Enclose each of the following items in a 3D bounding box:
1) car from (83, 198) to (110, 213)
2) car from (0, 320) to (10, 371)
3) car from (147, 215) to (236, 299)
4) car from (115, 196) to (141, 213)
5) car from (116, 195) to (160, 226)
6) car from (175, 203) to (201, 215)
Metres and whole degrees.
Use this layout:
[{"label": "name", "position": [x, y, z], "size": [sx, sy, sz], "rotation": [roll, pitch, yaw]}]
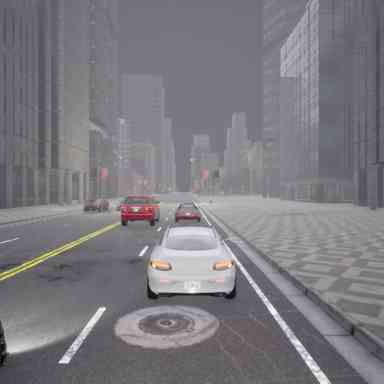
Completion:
[{"label": "car", "position": [-10.452, 1.449, 36.622], "size": [1.882, 1.535, 5.008], "rotation": [0, 0, -1]}, {"label": "car", "position": [-3.181, 1.563, 2.324], "size": [1.994, 1.385, 4.181], "rotation": [0, 0, -1]}, {"label": "car", "position": [-0.031, 1.523, 8.318], "size": [1.812, 1.442, 4.674], "rotation": [0, 0, -1]}, {"label": "car", "position": [-7.225, 1.320, 38.085], "size": [2.097, 1.767, 4.553], "rotation": [0, 0, -1]}, {"label": "car", "position": [-3.535, 1.213, 23.402], "size": [2.150, 2.045, 5.566], "rotation": [0, 0, -1]}, {"label": "car", "position": [-0.332, 1.552, 26.123], "size": [1.994, 1.385, 4.181], "rotation": [0, 0, -1]}]
